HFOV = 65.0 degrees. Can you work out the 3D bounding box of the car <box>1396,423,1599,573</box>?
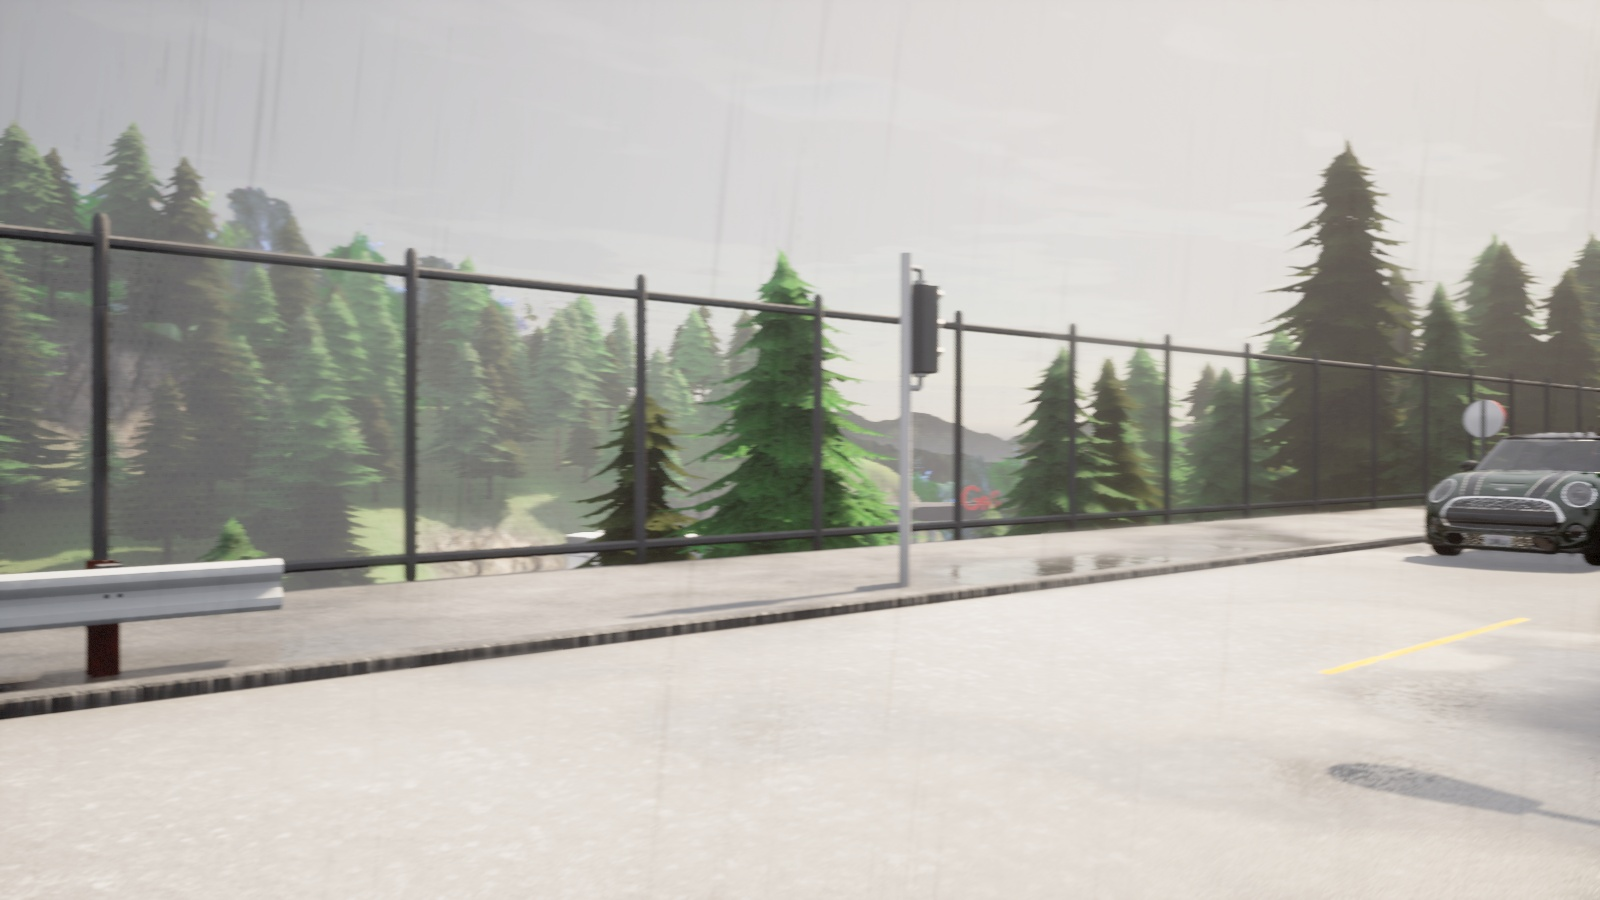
[{"bbox_3d":[10.170,0.561,17.173,4.553,1.767,2.097,0,0,-43],"label":"car"}]
